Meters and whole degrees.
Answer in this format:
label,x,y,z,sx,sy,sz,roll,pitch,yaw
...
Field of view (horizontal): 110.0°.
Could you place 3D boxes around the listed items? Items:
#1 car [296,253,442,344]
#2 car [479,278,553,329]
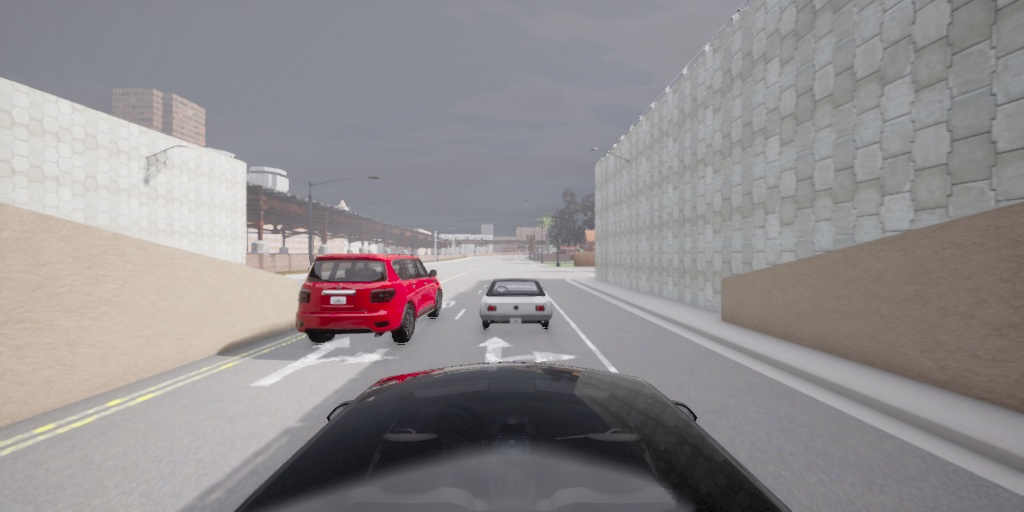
label,x,y,z,sx,sy,sz,roll,pitch,yaw
car,-3.403,0.959,9.707,2.150,2.045,5.566,0,0,0
car,0.100,1.338,11.211,1.895,1.301,4.718,0,0,0
